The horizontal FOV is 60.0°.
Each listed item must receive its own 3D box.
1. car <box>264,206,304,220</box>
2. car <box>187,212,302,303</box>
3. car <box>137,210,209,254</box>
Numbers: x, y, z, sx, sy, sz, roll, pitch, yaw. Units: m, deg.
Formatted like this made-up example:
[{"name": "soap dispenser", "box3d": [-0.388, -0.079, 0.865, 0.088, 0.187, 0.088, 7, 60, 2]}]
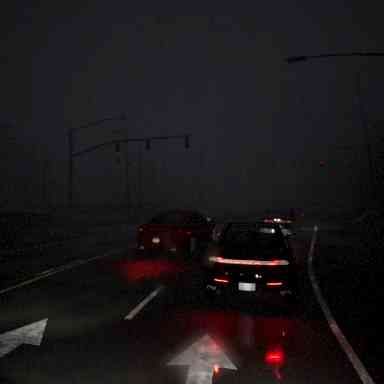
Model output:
[{"name": "car", "box3d": [4.617, 1.505, 17.228, 1.837, 1.490, 4.892, 0, 0, 21]}, {"name": "car", "box3d": [1.548, 1.492, 8.347, 2.128, 1.511, 4.902, 0, 0, 13]}, {"name": "car", "box3d": [-0.415, 1.477, 13.567, 1.882, 1.535, 5.008, 0, 0, 19]}]
